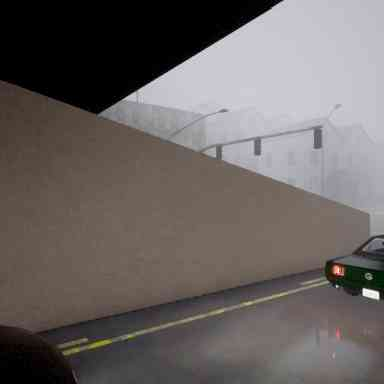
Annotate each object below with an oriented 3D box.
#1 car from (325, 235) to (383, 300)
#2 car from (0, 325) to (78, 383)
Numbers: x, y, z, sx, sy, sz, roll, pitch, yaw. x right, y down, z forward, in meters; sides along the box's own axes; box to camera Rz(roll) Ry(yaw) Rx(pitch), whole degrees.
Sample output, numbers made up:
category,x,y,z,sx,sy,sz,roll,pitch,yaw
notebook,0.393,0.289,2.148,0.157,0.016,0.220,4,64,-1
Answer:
category,x,y,z,sx,sy,sz,roll,pitch,yaw
car,5.133,1.601,7.437,4.718,1.301,1.895,0,0,-35
car,-3.066,1.492,1.573,4.902,1.511,2.128,0,0,-35
